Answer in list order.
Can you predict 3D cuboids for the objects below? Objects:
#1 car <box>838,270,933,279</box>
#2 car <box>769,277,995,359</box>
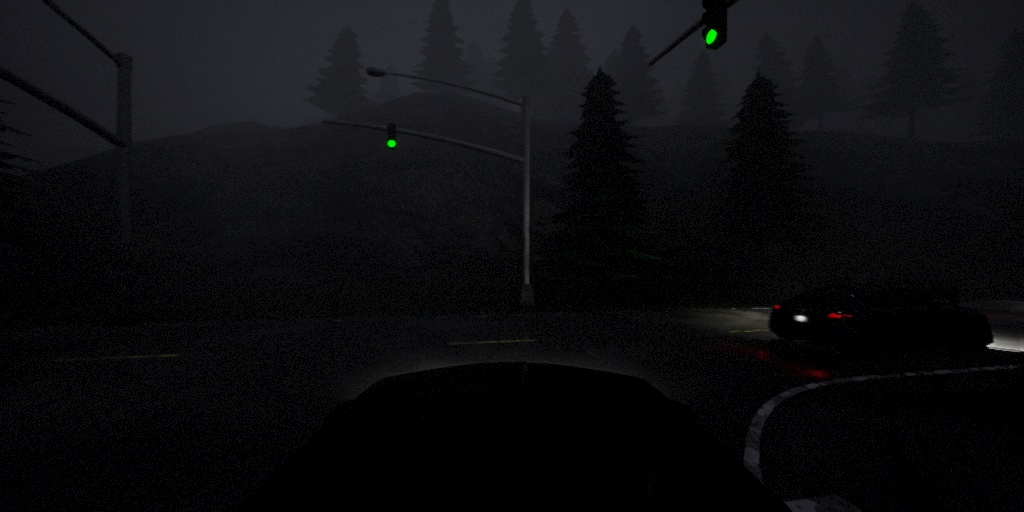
[{"bbox_3d":[12.709,1.243,12.545,5.008,1.535,1.882,0,0,-9],"label":"car"},{"bbox_3d":[8.210,1.325,8.133,4.181,1.385,1.994,0,0,-11],"label":"car"}]
